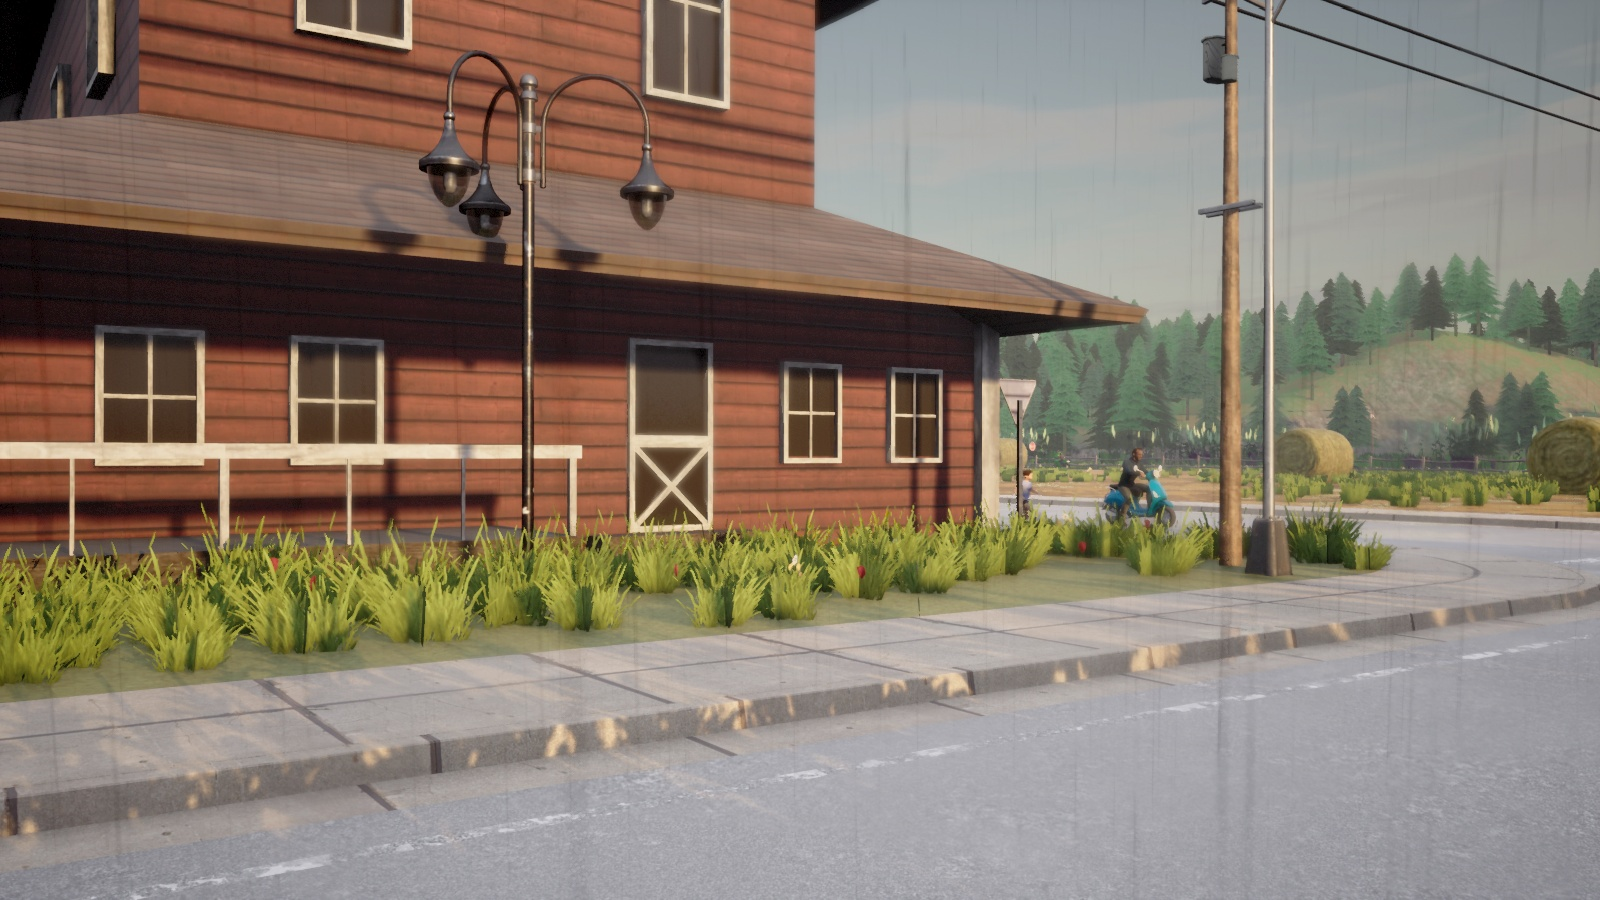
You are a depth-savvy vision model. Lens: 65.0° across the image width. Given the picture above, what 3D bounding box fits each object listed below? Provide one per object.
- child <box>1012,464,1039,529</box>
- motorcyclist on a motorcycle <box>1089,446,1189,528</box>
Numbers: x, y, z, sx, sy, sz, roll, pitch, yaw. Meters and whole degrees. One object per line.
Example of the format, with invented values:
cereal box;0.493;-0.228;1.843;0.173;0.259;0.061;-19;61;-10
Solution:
child;3.921;0.805;21.825;0.394;1.110;0.255;0;0;34
motorcyclist on a motorcycle;6.817;0.719;25.317;0.866;1.590;1.817;0;0;-36
